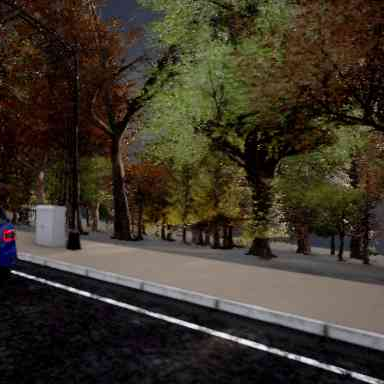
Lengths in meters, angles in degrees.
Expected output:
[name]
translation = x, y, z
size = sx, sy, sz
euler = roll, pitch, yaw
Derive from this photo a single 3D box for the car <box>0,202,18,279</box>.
[car]
translation = -6.676, 1.152, 8.532
size = 5.566, 2.045, 2.150
euler = 0, 0, 36
